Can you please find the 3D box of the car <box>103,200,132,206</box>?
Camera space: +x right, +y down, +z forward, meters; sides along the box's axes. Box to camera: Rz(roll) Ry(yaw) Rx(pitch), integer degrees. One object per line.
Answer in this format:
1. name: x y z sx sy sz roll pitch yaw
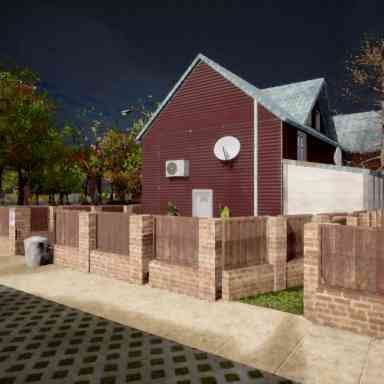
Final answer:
1. car: -8.093 1.616 34.534 1.812 1.442 4.674 0 0 35
